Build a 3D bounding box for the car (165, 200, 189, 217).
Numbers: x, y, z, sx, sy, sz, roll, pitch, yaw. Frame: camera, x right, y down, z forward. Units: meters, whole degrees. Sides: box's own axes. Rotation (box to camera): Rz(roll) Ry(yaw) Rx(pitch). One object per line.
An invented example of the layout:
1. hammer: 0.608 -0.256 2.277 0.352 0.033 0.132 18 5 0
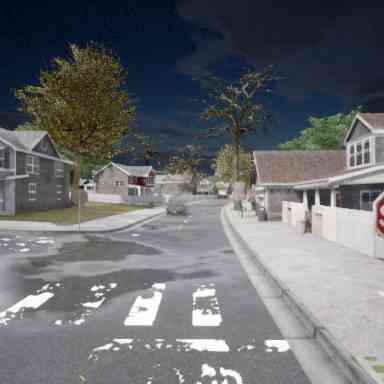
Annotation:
1. car: -1.360 1.567 32.267 1.837 1.490 4.892 0 0 5
